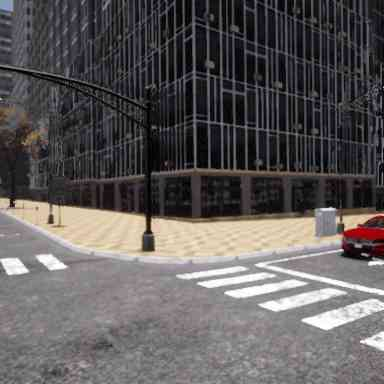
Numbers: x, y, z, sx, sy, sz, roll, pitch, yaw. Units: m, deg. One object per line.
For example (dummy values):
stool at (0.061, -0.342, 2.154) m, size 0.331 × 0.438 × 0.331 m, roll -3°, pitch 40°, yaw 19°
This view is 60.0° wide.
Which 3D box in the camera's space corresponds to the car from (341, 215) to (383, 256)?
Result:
car at (7.998, 1.682, 13.363) m, size 5.008 × 1.535 × 1.882 m, roll 1°, pitch -1°, yaw -35°
